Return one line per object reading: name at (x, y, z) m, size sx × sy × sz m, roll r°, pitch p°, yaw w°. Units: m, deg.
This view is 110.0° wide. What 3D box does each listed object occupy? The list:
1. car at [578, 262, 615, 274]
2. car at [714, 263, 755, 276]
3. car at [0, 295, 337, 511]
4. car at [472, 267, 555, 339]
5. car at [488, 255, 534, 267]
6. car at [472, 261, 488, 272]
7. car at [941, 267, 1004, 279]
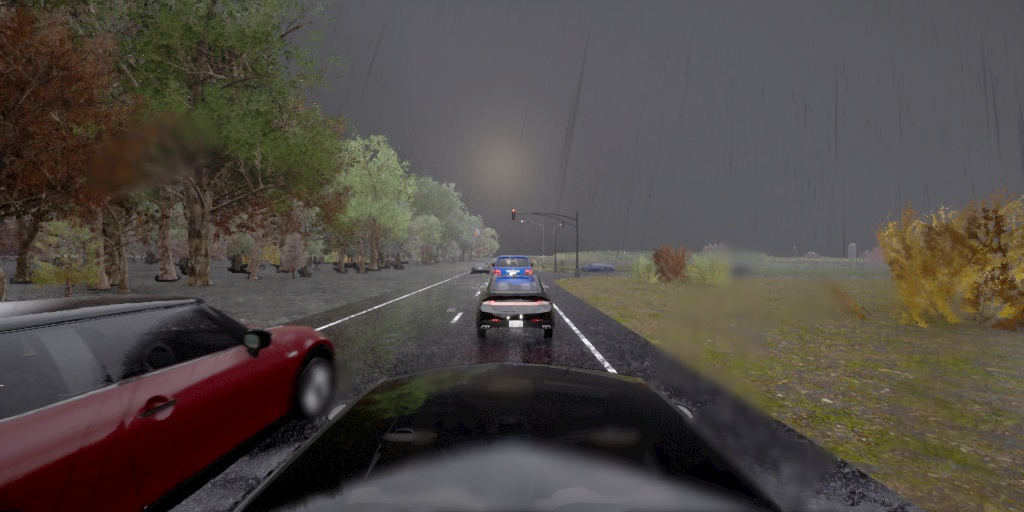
car at (10.211, 1.455, 43.909) m, size 4.674 × 1.442 × 1.812 m, roll 1°, pitch -1°, yaw 9°
car at (26.629, 1.604, 43.317) m, size 4.892 × 1.490 × 1.837 m, roll 1°, pitch -1°, yaw 0°
car at (-3.401, 1.102, 2.981) m, size 2.097 × 1.767 × 4.553 m, roll 0°, pitch 0°, yaw 0°
car at (0.074, 1.244, 10.128) m, size 2.128 × 1.511 × 4.902 m, roll 0°, pitch 0°, yaw 0°
car at (0.037, 0.976, 20.045) m, size 2.150 × 2.045 × 5.566 m, roll 0°, pitch 0°, yaw 0°
car at (-3.545, 1.321, 41.833) m, size 1.994 × 1.385 × 4.181 m, roll 0°, pitch 0°, yaw 0°
car at (51.211, 1.834, 39.662) m, size 4.674 × 1.442 × 1.812 m, roll 1°, pitch -1°, yaw 1°
